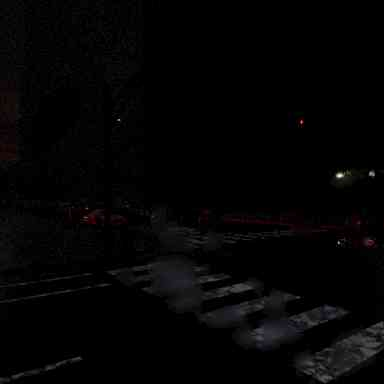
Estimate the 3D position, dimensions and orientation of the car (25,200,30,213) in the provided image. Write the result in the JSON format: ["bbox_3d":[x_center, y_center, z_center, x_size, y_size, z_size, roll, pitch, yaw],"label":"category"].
[{"bbox_3d":[-20.540,2.195,44.419,1.887,1.381,4.507,-1,0,-35],"label":"car"}]

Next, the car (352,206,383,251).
[{"bbox_3d":[8.644,1.344,12.681,4.553,1.767,2.097,0,0,29],"label":"car"}]

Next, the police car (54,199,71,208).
[{"bbox_3d":[-25.465,2.305,65.416,1.930,1.638,5.238,0,-1,-35],"label":"police car"}]

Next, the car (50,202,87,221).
[{"bbox_3d":[-12.055,2.003,32.467,2.008,1.369,4.403,-1,0,-35],"label":"car"}]

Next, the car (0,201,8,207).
[{"bbox_3d":[-44.407,2.769,78.040,1.802,1.307,4.206,-1,0,-35],"label":"car"}]

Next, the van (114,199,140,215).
[{"bbox_3d":[-8.264,1.831,41.882,1.690,1.788,3.998,-1,0,-35],"label":"van"}]

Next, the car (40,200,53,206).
[{"bbox_3d":[-34.749,2.658,79.162,1.947,1.339,4.313,-1,0,-35],"label":"car"}]

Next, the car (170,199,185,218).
[{"bbox_3d":[-2.384,1.667,33.579,2.192,1.841,5.009,-1,0,-35],"label":"car"}]

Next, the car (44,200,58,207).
[{"bbox_3d":[-31.736,2.593,74.919,1.947,1.339,4.313,-1,0,-35],"label":"car"}]

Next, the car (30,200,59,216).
[{"bbox_3d":[-17.717,1.900,40.436,2.192,1.841,5.009,-1,0,-35],"label":"car"}]

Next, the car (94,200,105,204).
[{"bbox_3d":[-11.204,1.874,46.033,2.192,1.841,5.009,-1,0,-35],"label":"car"}]

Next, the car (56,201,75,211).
[{"bbox_3d":[-21.140,2.313,55.399,1.994,1.385,4.181,0,-1,-35],"label":"car"}]

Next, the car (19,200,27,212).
[{"bbox_3d":[-23.370,2.156,48.403,1.967,1.590,4.097,-1,0,-35],"label":"car"}]

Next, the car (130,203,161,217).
[{"bbox_3d":[-5.318,2.003,37.730,1.802,1.307,4.206,-1,0,-35],"label":"car"}]

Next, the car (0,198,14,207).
[{"bbox_3d":[-41.296,2.665,73.656,1.887,1.381,4.507,-1,0,-35],"label":"car"}]

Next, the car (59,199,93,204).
[{"bbox_3d":[-13.972,1.888,39.804,2.097,1.767,4.553,0,0,-35],"label":"car"}]

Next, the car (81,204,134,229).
[{"bbox_3d":[-6.301,1.842,24.361,1.752,1.417,4.829,-1,0,-35],"label":"car"}]

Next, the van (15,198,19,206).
[{"bbox_3d":[-26.201,2.122,52.387,1.690,1.788,3.998,-1,0,-35],"label":"van"}]

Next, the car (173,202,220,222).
[{"bbox_3d":[0.561,1.827,29.427,1.887,1.381,4.507,-1,0,-35],"label":"car"}]

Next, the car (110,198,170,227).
[{"bbox_3d":[-4.310,1.531,26.171,2.150,2.045,5.566,0,-1,-35],"label":"car"}]

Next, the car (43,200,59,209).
[{"bbox_3d":[-26.892,2.386,63.510,1.837,1.490,4.892,0,-1,-35],"label":"car"}]
